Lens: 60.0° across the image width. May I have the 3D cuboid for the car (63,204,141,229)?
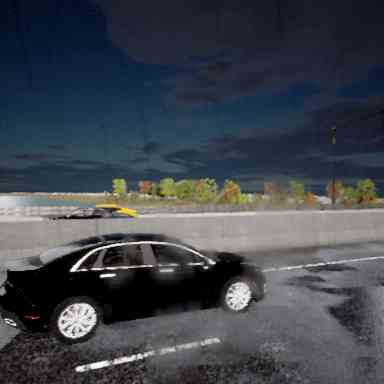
[{"bbox_3d":[-6.303,1.643,23.389,5.008,1.535,1.882,0,-1,-25],"label":"car"}]

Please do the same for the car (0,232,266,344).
[{"bbox_3d":[-0.852,1.553,6.384,4.892,1.490,1.837,1,-1,-26],"label":"car"}]

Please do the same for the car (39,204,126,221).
[{"bbox_3d":[-6.320,1.626,19.501,4.902,1.511,2.128,0,-1,-25],"label":"car"}]

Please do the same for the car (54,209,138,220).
[{"bbox_3d":[-4.178,1.720,16.648,4.718,1.301,1.895,0,-1,-25],"label":"car"}]
